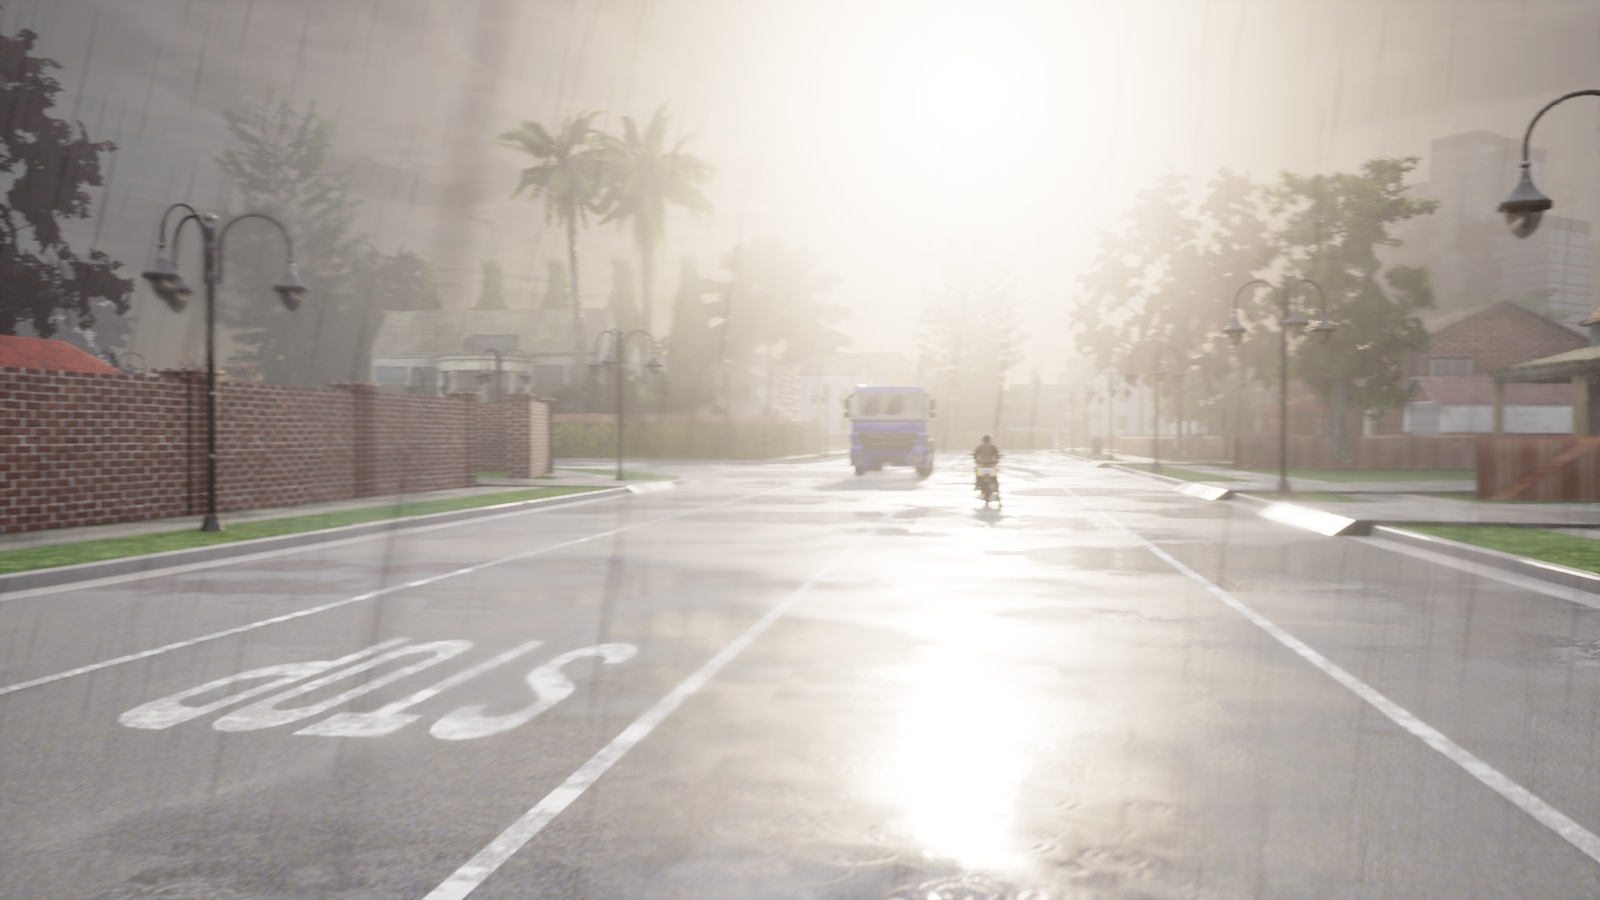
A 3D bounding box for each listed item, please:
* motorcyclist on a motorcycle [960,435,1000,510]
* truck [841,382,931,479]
[{"bbox_3d":[3.814,0.450,26.613,0.797,1.523,2.044,0,1,8],"label":"motorcyclist on a motorcycle"},{"bbox_3d":[3.473,-0.777,48.933,2.891,3.462,7.936,0,1,8],"label":"truck"}]
